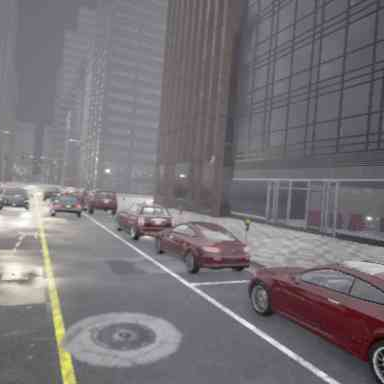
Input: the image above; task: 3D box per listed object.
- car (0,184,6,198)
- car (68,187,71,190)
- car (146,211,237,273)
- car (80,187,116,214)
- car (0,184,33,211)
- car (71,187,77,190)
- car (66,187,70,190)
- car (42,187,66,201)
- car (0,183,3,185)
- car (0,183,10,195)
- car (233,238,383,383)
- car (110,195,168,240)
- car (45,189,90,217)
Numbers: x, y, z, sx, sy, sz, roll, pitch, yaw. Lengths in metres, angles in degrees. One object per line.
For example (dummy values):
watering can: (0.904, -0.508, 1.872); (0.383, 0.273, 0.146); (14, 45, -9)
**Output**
car: (-22.073, -0.209, 37.209); (1.947, 1.339, 4.313); (4, 0, -26)
car: (-11.978, 0.558, 35.824); (1.947, 1.339, 4.313); (4, 0, -26)
car: (0.187, 1.562, 10.425); (1.802, 1.307, 4.206); (4, 0, -26)
car: (-7.093, 0.701, 25.662); (2.192, 1.841, 5.009); (4, 0, -26)
car: (-12.667, 0.473, 23.971); (1.837, 1.490, 4.892); (4, 0, -26)
car: (-9.526, 0.504, 30.742); (2.192, 1.841, 5.009); (4, 0, -26)
car: (-16.835, 0.042, 45.983); (1.967, 1.590, 4.097); (4, 0, -26)
car: (-15.450, 0.234, 36.826); (1.837, 1.490, 4.892); (4, 1, -25)
car: (-19.639, -0.013, 32.129); (1.947, 1.339, 4.313); (4, 0, -26)
car: (-24.505, -0.419, 42.290); (2.008, 1.369, 4.403); (4, 0, -26)
car: (2.620, 1.763, 5.344); (1.802, 1.307, 4.206); (4, 0, -26)
car: (-2.236, 1.222, 15.504); (1.967, 1.590, 4.097); (4, 0, -26)
car: (-8.574, 0.830, 22.518); (2.033, 1.411, 5.357); (4, 0, -25)
